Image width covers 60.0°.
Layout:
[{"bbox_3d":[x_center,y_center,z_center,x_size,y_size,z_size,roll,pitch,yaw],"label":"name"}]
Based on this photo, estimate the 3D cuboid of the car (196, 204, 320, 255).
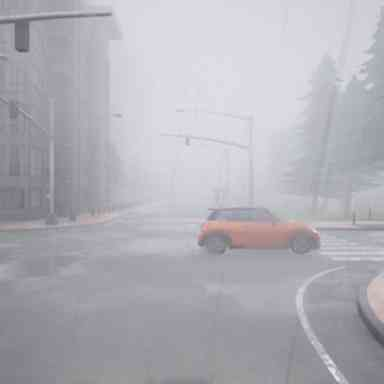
[{"bbox_3d":[2.434,1.335,12.736,4.553,1.767,2.097,0,0,-2],"label":"car"}]
